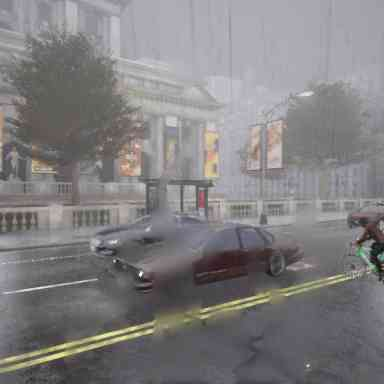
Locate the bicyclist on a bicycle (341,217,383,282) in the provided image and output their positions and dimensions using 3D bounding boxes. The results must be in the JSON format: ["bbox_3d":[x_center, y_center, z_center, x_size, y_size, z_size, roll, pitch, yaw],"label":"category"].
[{"bbox_3d":[4.419,1.455,8.184,0.582,1.620,1.656,0,-2,-35],"label":"bicyclist on a bicycle"}]

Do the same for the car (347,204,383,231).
[{"bbox_3d":[11.582,1.477,20.579,5.008,1.535,1.882,0,0,-35],"label":"car"}]

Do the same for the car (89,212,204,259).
[{"bbox_3d":[-1.072,1.491,11.766,4.902,1.511,2.128,0,0,-35],"label":"car"}]

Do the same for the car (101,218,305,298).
[{"bbox_3d":[0.654,1.547,8.702,5.357,1.411,2.033,0,0,-35],"label":"car"}]
